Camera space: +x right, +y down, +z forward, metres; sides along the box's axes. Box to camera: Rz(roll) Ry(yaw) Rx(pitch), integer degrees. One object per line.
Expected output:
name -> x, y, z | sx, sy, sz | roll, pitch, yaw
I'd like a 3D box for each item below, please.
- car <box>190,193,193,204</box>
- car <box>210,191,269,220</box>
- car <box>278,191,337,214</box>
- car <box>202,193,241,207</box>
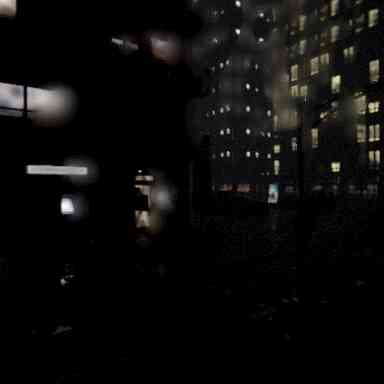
car -> -0.060, 0.735, 41.825 | 1.947, 1.339, 4.313 | 1, 1, -36
car -> 3.061, 0.855, 23.399 | 2.192, 1.841, 5.009 | 1, 1, -36
car -> 9.783, 0.793, 28.401 | 2.192, 1.841, 5.009 | 1, 1, -36
car -> 3.220, 0.838, 37.351 | 1.947, 1.339, 4.313 | 1, 1, -36
